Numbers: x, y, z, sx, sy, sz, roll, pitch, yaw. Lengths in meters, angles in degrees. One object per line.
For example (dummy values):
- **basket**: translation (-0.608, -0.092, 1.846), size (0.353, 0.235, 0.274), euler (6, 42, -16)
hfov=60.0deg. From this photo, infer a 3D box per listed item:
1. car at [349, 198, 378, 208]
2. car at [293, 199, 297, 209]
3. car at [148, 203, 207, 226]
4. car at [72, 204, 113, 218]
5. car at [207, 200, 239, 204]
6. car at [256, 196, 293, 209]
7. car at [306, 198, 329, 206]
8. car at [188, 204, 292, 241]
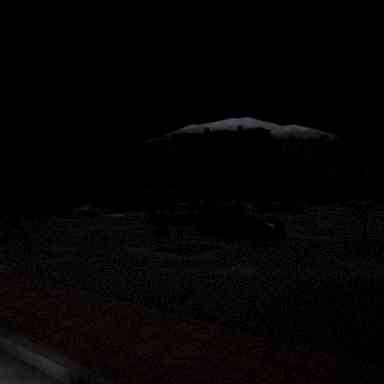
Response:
- **car**: translation (26.105, 1.654, 50.720), size (3.806, 1.475, 1.970), euler (-1, 0, 35)
- **car**: translation (10.917, 1.436, 42.357), size (4.605, 1.855, 1.932), euler (-1, 0, 35)
- **car**: translation (-1.266, 1.563, 23.882), size (3.806, 1.475, 1.970), euler (-1, 0, 35)
- **car**: translation (-10.594, 1.975, 35.623), size (1.812, 1.442, 4.674), euler (-1, 0, 35)
- **car**: translation (2.179, 1.487, 29.307), size (5.027, 1.636, 2.152), euler (-1, 0, 35)
- **car**: translation (9.574, 1.412, 39.748), size (3.866, 1.878, 1.905), euler (-1, 0, 35)
- **car**: translation (21.773, 1.712, 57.441), size (3.633, 1.501, 1.845), euler (-1, 0, 35)
- **car**: translation (2.370, 1.562, 16.819), size (4.514, 1.523, 2.007), euler (-1, 0, 35)
